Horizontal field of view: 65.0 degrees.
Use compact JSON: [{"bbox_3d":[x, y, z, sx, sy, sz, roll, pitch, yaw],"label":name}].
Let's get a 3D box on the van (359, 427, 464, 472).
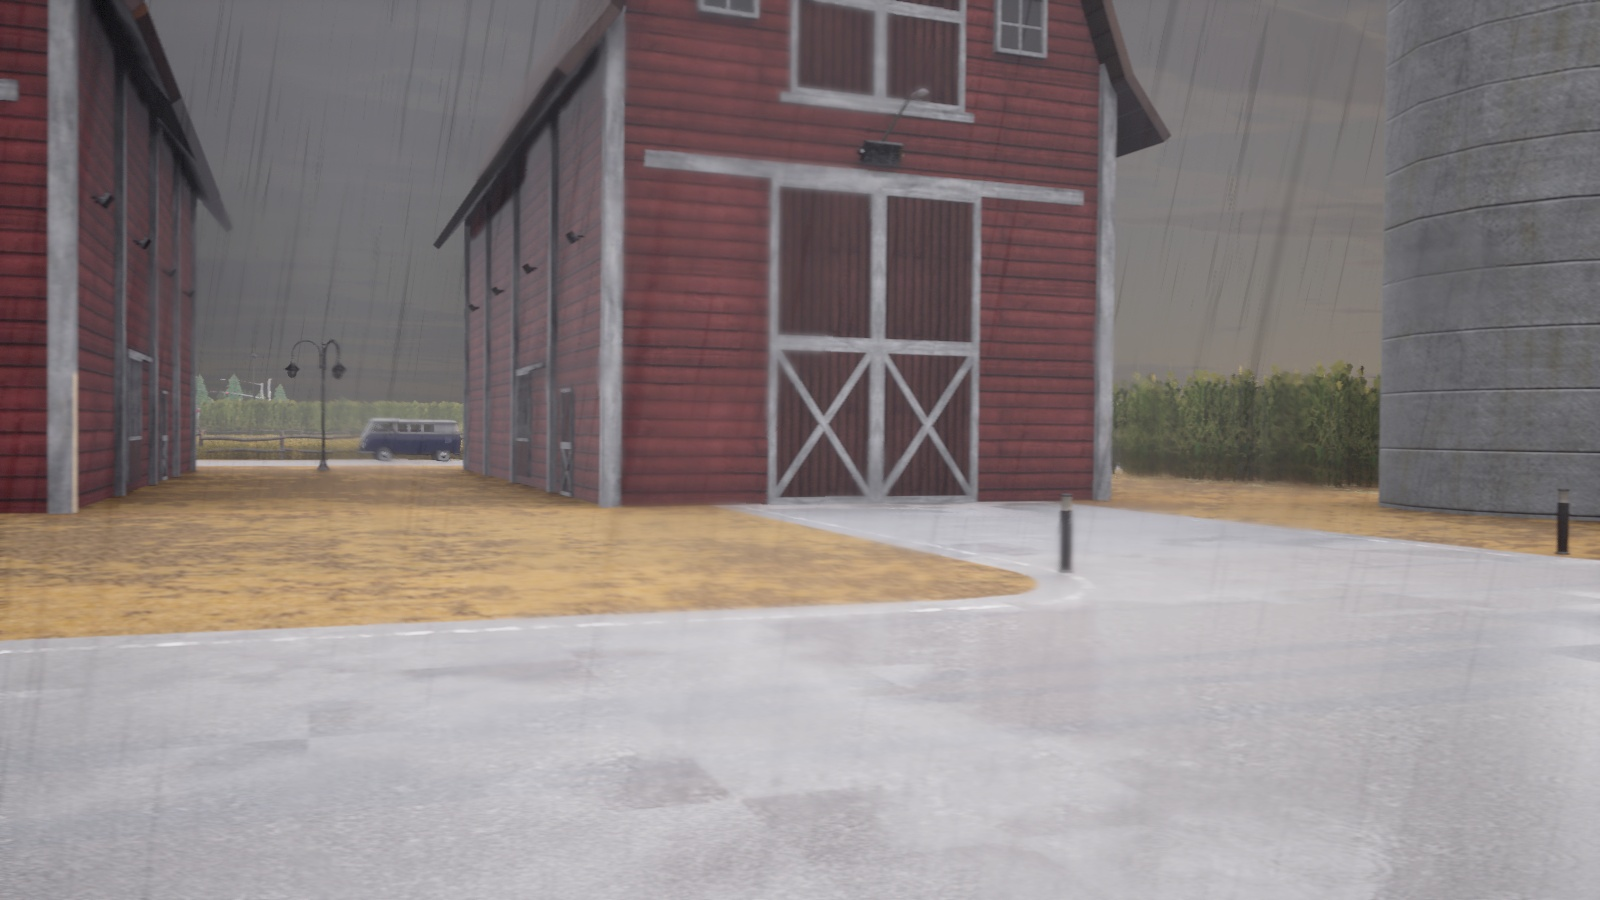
[{"bbox_3d":[-17.909,-0.058,57.895,4.442,1.987,1.775,-1,1,-24],"label":"van"}]
